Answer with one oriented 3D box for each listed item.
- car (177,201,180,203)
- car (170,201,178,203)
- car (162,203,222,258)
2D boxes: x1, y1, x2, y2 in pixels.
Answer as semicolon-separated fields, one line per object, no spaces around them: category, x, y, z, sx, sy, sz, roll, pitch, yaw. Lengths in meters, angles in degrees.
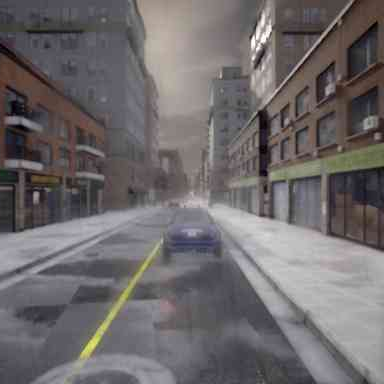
car;0.020;1.761;28.511;2.128;1.511;4.902;0;0;0
car;-3.016;2.117;56.799;1.895;1.301;4.718;0;-1;0
car;0.020;1.479;13.424;2.097;1.767;4.553;0;-1;0
